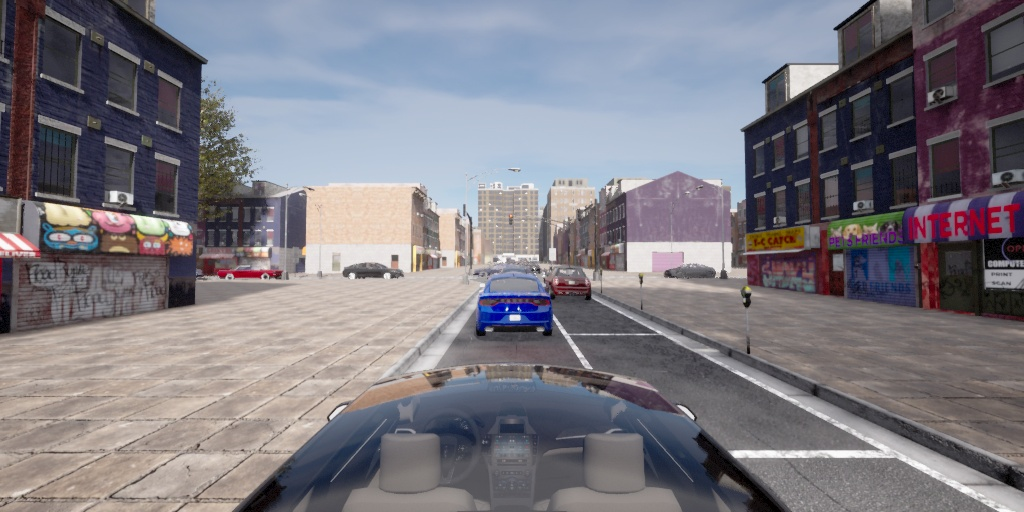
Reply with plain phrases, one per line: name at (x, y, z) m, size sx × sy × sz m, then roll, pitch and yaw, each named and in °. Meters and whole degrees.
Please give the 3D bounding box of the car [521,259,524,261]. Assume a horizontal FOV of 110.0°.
car at (2.614, 1.455, 50.030) m, size 1.948 × 1.339 × 4.313 m, roll 0°, pitch 0°, yaw 0°

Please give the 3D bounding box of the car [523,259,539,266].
car at (2.616, 1.422, 44.594) m, size 1.948 × 1.339 × 4.313 m, roll 0°, pitch 0°, yaw 0°

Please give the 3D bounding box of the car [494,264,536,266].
car at (0.092, 1.293, 18.049) m, size 1.812 × 1.442 × 4.674 m, roll 0°, pitch 0°, yaw 0°

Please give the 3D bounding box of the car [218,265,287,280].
car at (-21.518, 1.438, 29.947) m, size 4.718 × 1.301 × 1.895 m, roll -1°, pitch -2°, yaw 0°

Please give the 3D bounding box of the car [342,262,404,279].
car at (-11.519, 1.272, 29.903) m, size 4.892 × 1.490 × 1.837 m, roll 0°, pitch -2°, yaw 2°

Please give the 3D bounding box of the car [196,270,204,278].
car at (-31.605, 1.590, 32.957) m, size 5.357 × 1.411 × 2.033 m, roll -1°, pitch -2°, yaw 0°

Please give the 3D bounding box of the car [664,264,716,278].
car at (16.163, 1.380, 32.676) m, size 4.181 × 1.385 × 1.994 m, roll 0°, pitch -2°, yaw 0°

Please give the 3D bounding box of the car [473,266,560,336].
car at (0.035, 1.234, 10.502) m, size 1.882 × 1.535 × 5.008 m, roll 0°, pitch 0°, yaw -1°

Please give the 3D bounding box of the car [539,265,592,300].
car at (2.628, 1.207, 17.850) m, size 1.967 × 1.591 × 4.097 m, roll 0°, pitch 0°, yaw 0°

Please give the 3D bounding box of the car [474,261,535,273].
car at (-0.859, 1.369, 32.768) m, size 5.357 × 1.411 × 2.033 m, roll 0°, pitch -2°, yaw 0°
